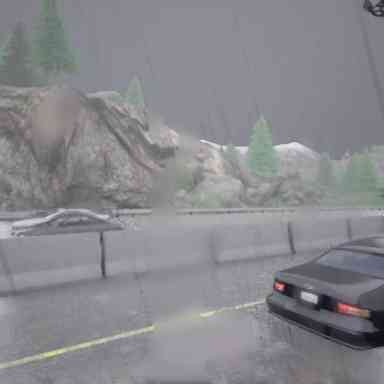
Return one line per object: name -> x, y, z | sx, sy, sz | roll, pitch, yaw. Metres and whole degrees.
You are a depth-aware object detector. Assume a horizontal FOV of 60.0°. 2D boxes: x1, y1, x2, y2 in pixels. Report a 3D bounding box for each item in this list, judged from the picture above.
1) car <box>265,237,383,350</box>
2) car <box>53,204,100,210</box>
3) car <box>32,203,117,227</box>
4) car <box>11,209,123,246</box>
car -> 3.812, 1.570, 6.103 | 5.357, 1.411, 2.033 | 0, 0, -32
car -> -6.281, 1.536, 16.460 | 4.674, 1.442, 1.812 | 0, 0, -33
car -> -8.253, 1.565, 23.535 | 5.357, 1.411, 2.033 | 0, 0, -32
car -> -4.823, 1.573, 13.211 | 4.181, 1.385, 1.994 | 0, 0, -33
